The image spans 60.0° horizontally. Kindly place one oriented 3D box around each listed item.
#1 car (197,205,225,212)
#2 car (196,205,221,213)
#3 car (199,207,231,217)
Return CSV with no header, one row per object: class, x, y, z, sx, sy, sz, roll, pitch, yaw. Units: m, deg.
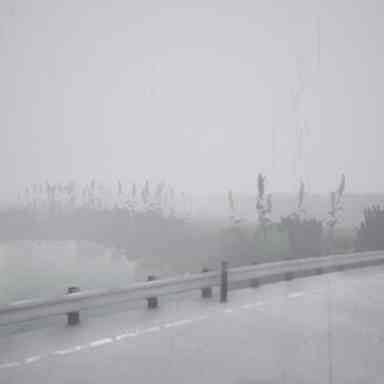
car,2.751,2.913,50.938,2.097,1.767,4.553,2,-1,-43
car,3.415,3.314,66.292,4.902,1.511,2.128,2,-1,-43
car,3.700,3.187,54.469,2.033,1.411,5.357,2,-1,-43
